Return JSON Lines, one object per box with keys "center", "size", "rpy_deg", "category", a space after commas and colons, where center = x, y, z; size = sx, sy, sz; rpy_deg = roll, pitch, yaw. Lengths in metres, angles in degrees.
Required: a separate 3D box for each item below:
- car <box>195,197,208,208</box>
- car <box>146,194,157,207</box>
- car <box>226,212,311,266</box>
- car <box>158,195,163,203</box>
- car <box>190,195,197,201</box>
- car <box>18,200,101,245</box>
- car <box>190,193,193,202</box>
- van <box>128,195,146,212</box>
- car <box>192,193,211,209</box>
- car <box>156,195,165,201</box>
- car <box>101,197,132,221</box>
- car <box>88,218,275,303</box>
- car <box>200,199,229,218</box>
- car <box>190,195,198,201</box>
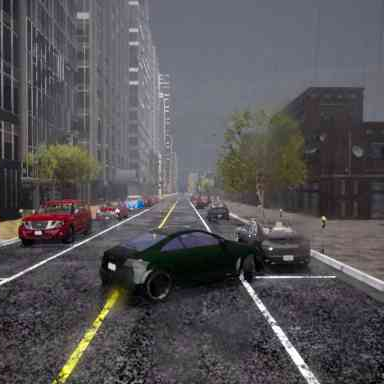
{"center": [1.387, 1.509, 50.070], "size": [1.752, 1.417, 4.829], "rpy_deg": [-1, 0, -2], "category": "car"}
{"center": [-6.990, 1.299, 49.688], "size": [2.192, 1.841, 5.009], "rpy_deg": [-1, 0, -2], "category": "car"}
{"center": [2.547, 1.548, 11.175], "size": [2.008, 1.369, 4.403], "rpy_deg": [-1, 0, -2], "category": "car"}
{"center": [-7.426, 1.522, 66.287], "size": [1.887, 1.381, 4.507], "rpy_deg": [-1, 0, -2], "category": "car"}
{"center": [0.366, 1.551, 88.628], "size": [1.802, 1.307, 4.206], "rpy_deg": [-1, 0, -2], "category": "car"}
{"center": [-6.193, 1.310, 15.761], "size": [2.192, 1.841, 5.009], "rpy_deg": [-1, 0, -2], "category": "car"}
{"center": [0.801, 1.291, 72.031], "size": [2.192, 1.841, 5.009], "rpy_deg": [-1, 0, -2], "category": "car"}
{"center": [-6.696, 1.329, 38.622], "size": [1.690, 1.788, 3.998], "rpy_deg": [-1, 0, -2], "category": "van"}
{"center": [1.534, 1.301, 44.367], "size": [2.192, 1.841, 5.009], "rpy_deg": [-1, 0, -2], "category": "car"}
{"center": [-7.862, 1.497, 82.715], "size": [1.752, 1.417, 4.829], "rpy_deg": [-1, 0, -2], "category": "car"}
{"center": [-6.394, 1.432, 26.829], "size": [1.967, 1.590, 4.097], "rpy_deg": [-1, 0, -2], "category": "car"}
{"center": [-0.125, 1.558, 8.303], "size": [4.181, 1.385, 1.994], "rpy_deg": [0, 0, -38], "category": "car"}
{"center": [2.009, 1.543, 27.035], "size": [2.008, 1.369, 4.403], "rpy_deg": [-1, 0, -2], "category": "car"}
{"center": [0.512, 1.537, 83.095], "size": [1.947, 1.339, 4.313], "rpy_deg": [-1, 0, -2], "category": "car"}
